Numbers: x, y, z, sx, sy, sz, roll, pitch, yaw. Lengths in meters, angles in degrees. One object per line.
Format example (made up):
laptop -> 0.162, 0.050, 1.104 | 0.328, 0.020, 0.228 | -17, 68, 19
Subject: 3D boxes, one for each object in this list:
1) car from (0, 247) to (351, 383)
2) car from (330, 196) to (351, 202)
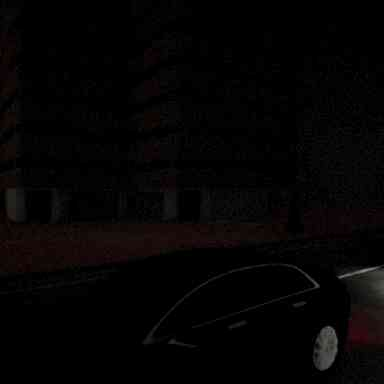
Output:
car -> -0.020, 1.508, 3.976 | 4.892, 1.490, 1.837 | 0, 0, -35
car -> 35.940, 1.844, 81.685 | 1.970, 1.475, 3.806 | 0, -1, -37
